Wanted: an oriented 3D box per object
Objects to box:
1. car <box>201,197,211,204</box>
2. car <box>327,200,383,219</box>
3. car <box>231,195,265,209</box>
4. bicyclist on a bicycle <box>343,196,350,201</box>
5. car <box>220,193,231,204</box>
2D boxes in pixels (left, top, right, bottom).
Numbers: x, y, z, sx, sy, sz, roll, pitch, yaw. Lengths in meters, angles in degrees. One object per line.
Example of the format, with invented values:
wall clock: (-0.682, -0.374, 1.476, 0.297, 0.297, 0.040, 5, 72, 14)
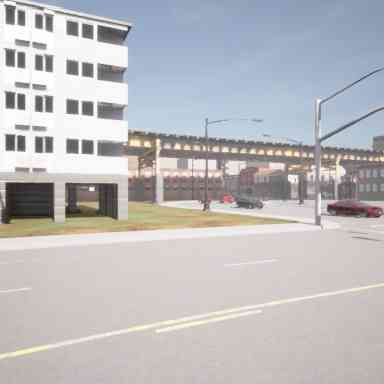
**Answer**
car: (2.593, 1.601, 61.888, 1.895, 1.301, 4.718, 0, 0, 4)
car: (14.511, 1.478, 29.757, 1.882, 1.535, 5.008, 0, 0, -25)
car: (7.658, 1.504, 44.401, 1.837, 1.490, 4.892, 0, 0, -25)
bicyclist on a bicycle: (20.236, 1.303, 43.344, 1.656, 1.620, 0.582, 0, 0, -25)
car: (6.751, 1.221, 65.725, 2.150, 2.045, 5.566, 0, 0, 11)
